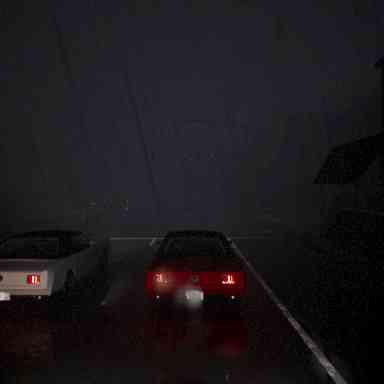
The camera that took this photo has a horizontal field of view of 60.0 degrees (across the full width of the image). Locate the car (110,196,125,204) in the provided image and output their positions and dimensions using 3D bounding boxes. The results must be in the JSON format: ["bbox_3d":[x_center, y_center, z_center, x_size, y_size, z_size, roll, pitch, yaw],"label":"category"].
[{"bbox_3d":[-14.092,1.564,63.081,1.994,1.385,4.181,0,0,0],"label":"car"}]

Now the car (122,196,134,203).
[{"bbox_3d":[-14.048,1.519,73.004,1.812,1.442,4.674,0,0,0],"label":"car"}]

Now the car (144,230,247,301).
[{"bbox_3d":[0.072,1.601,8.261,1.895,1.301,4.718,0,0,0],"label":"car"}]

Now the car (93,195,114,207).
[{"bbox_3d":[-14.122,1.352,53.200,2.097,1.767,4.553,0,0,1],"label":"car"}]

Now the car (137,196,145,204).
[{"bbox_3d":[-10.589,1.564,62.580,1.994,1.385,4.181,0,0,1],"label":"car"}]

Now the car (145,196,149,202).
[{"bbox_3d":[-10.548,1.536,72.973,2.033,1.411,5.357,0,0,0],"label":"car"}]

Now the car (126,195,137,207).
[{"bbox_3d":[-10.626,1.352,52.650,2.097,1.767,4.553,0,0,0],"label":"car"}]

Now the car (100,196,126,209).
[{"bbox_3d":[-10.625,1.526,44.926,1.812,1.442,4.674,0,0,0],"label":"car"}]

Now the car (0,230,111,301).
[{"bbox_3d":[-3.428,1.601,8.241,1.895,1.301,4.718,0,0,0],"label":"car"}]

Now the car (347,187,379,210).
[{"bbox_3d":[14.368,0.772,28.462,4.553,1.767,2.097,-15,0,-1],"label":"car"}]

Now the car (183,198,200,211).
[{"bbox_3d":[-0.034,1.477,41.047,1.882,1.535,5.008,0,0,1],"label":"car"}]

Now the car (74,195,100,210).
[{"bbox_3d":[-14.128,1.491,44.147,2.128,1.511,4.902,0,0,0],"label":"car"}]
